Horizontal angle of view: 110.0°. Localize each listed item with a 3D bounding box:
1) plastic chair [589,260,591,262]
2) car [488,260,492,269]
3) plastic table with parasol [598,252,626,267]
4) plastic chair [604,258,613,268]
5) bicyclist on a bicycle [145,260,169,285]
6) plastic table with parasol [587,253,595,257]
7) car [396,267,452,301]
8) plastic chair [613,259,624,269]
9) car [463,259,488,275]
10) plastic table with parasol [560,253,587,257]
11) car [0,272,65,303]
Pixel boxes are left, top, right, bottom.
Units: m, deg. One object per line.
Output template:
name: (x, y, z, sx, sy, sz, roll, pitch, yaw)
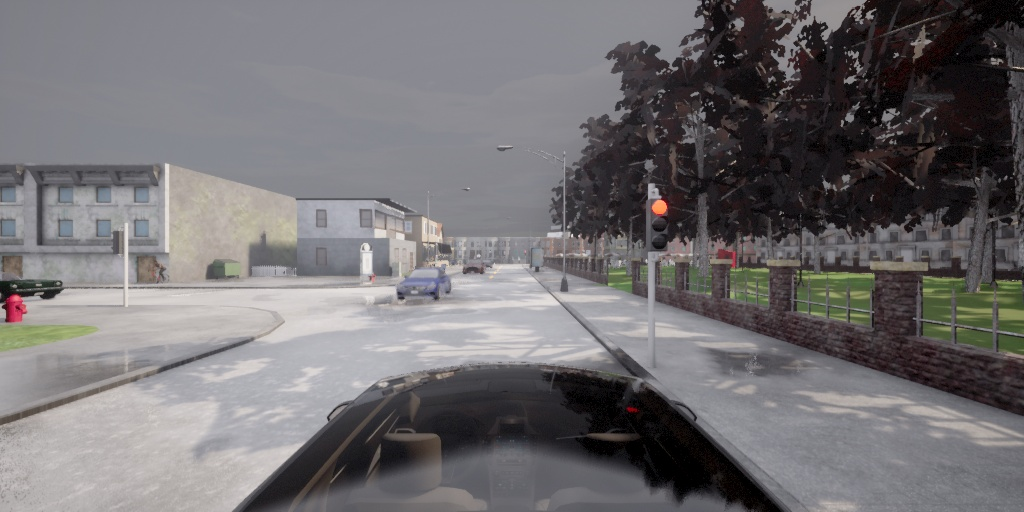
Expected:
plastic chair: (13.692, 1.304, 62.364, 0.730, 1.272, 0.750, 0, 0, -35)
car: (-4.104, 1.297, 57.078, 2.033, 1.411, 5.357, 0, 0, 0)
plastic table with parasol: (15.269, 0.694, 55.039, 2.482, 2.480, 2.482, 0, 0, -40)
plastic chair: (14.296, 1.306, 54.136, 0.730, 1.272, 0.750, 0, 0, -35)
bicyclist on a bicycle: (-23.871, 1.098, 24.156, 0.582, 1.620, 1.656, 0, 0, 0)
plastic table with parasol: (14.644, 0.673, 63.252, 2.482, 2.480, 2.482, 0, 0, -42)
car: (-4.107, 1.276, 17.428, 1.812, 1.442, 4.674, 0, 0, 0)
plastic chair: (16.003, 1.296, 54.041, 0.750, 1.272, 0.730, 0, 0, -40)
car: (-4.115, 1.102, 39.543, 2.097, 1.767, 4.553, 0, 0, 0)
plastic table with parasol: (9.949, 0.684, 57.775, 2.482, 2.480, 2.482, 0, 0, -40)
car: (-22.993, 1.351, 15.758, 4.718, 1.301, 1.895, 0, 0, 0)
